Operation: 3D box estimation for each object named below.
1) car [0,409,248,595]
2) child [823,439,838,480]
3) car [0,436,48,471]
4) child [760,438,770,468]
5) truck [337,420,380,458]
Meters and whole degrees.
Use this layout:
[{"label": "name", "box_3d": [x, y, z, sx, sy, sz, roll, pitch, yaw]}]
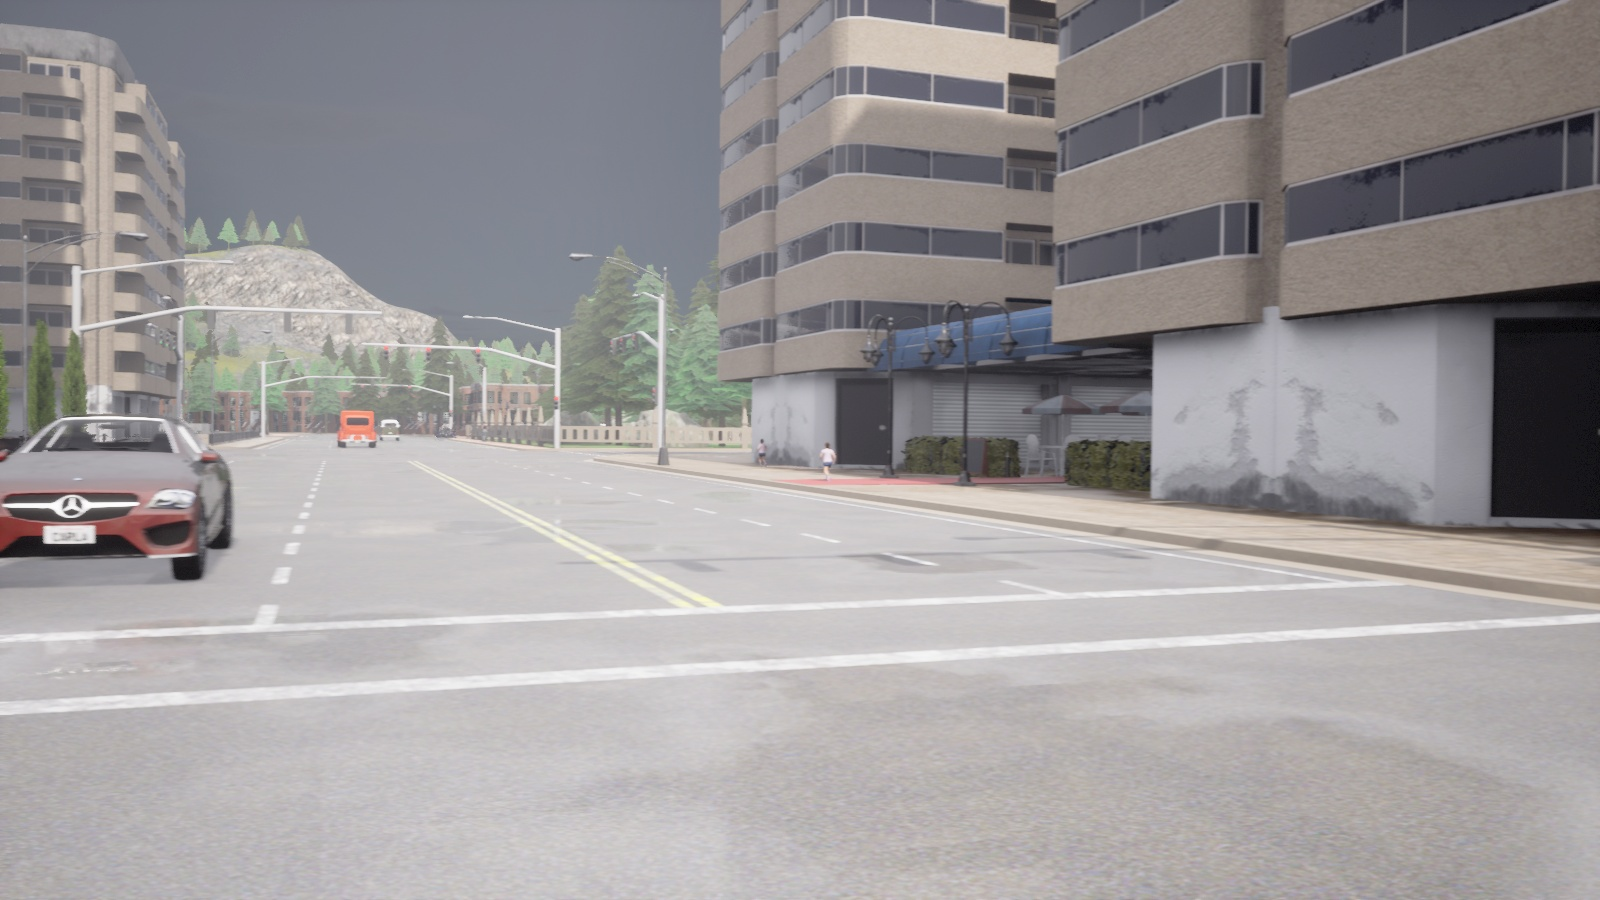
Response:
[{"label": "car", "box_3d": [-7.423, 0.432, 13.801, 2.152, 1.651, 5.027, -1, 1, -20]}, {"label": "child", "box_3d": [0.816, 0.251, 33.614, 0.255, 1.110, 0.394, -1, 1, -20]}, {"label": "car", "box_3d": [-36.824, 0.179, 56.405, 4.902, 1.511, 2.128, -1, 1, -20]}, {"label": "child", "box_3d": [-1.299, 0.101, 46.053, 0.255, 1.110, 0.394, -1, 1, -18]}, {"label": "truck", "box_3d": [-29.989, -0.751, 85.186, 2.627, 2.467, 5.204, -1, 1, -20]}]
